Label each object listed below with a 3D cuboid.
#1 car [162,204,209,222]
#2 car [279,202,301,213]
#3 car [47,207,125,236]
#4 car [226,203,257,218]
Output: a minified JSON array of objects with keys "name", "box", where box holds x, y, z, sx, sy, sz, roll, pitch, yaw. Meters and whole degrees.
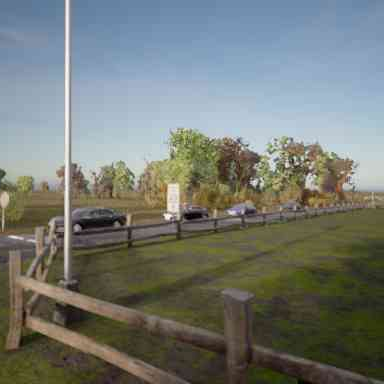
[{"name":"car","box":[-0.483,1.794,27.855,2.128,1.511,4.902,1,0,36]},{"name":"car","box":[14.170,2.168,47.987,1.837,1.490,4.892,1,-1,36]},{"name":"car","box":[-6.175,1.668,19.926,1.837,1.490,4.892,1,0,35]},{"name":"car","box":[5.455,1.973,36.066,1.812,1.442,4.674,1,0,36]}]
